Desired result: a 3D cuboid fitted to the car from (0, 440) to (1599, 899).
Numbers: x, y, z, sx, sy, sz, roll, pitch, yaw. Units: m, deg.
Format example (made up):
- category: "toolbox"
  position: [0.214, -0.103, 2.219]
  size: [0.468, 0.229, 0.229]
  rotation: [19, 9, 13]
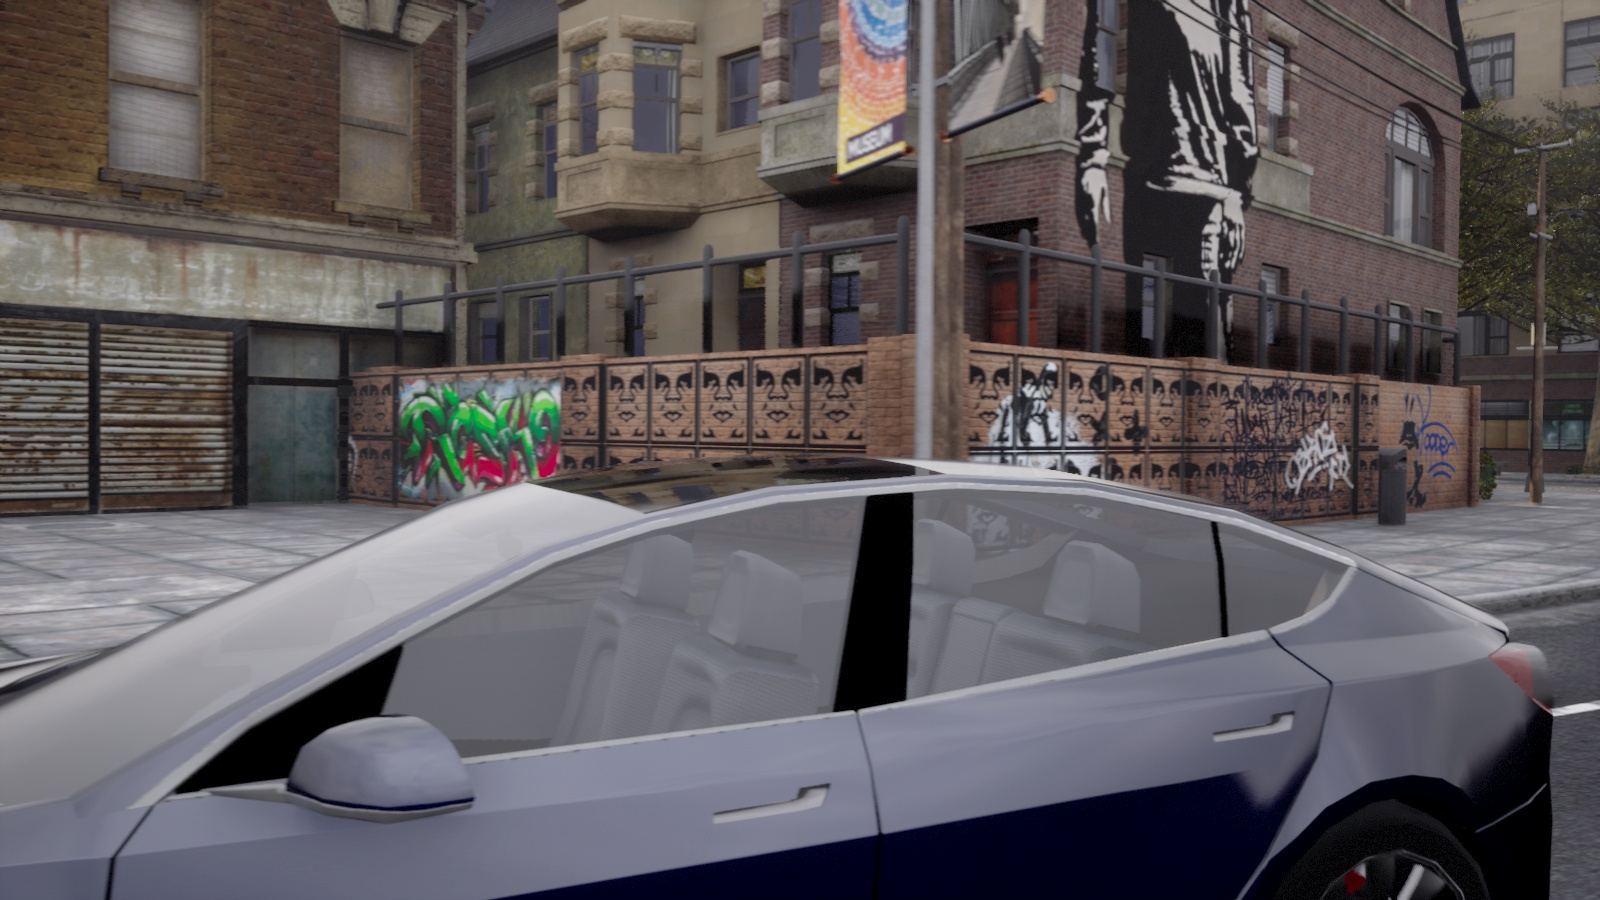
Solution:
- category: "car"
  position: [-0.363, 0.755, 3.076]
  size: [4.792, 1.488, 2.163]
  rotation: [-1, 1, -22]
